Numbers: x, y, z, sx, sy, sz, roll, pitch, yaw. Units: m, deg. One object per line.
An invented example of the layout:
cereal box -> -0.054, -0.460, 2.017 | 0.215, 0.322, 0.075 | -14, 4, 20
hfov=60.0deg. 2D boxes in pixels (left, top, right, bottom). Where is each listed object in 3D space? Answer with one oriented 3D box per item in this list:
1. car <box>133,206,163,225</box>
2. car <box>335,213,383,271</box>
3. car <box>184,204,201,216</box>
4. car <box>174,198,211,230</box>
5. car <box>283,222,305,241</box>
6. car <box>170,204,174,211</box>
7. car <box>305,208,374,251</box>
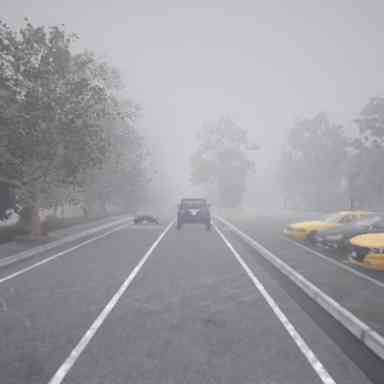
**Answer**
car -> -3.345, 1.794, 26.304 | 2.033, 1.411, 5.357 | 0, -1, 0
car -> 7.091, 1.493, 9.442 | 5.008, 1.535, 2.097 | 0, 0, 0
car -> 0.108, 2.229, 42.805 | 2.033, 1.411, 5.357 | 0, -2, 0
car -> 0.109, 1.405, 22.872 | 2.150, 2.045, 5.566 | 0, -1, 0
car -> 6.903, 1.528, 14.983 | 5.366, 1.575, 1.946 | 0, 0, 0
car -> -3.247, 3.019, 67.031 | 1.994, 1.385, 4.181 | 0, 3, 0
car -> 7.092, 1.509, 12.214 | 4.892, 1.521, 2.231 | 0, 0, 0
